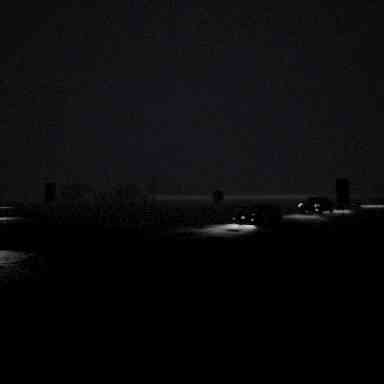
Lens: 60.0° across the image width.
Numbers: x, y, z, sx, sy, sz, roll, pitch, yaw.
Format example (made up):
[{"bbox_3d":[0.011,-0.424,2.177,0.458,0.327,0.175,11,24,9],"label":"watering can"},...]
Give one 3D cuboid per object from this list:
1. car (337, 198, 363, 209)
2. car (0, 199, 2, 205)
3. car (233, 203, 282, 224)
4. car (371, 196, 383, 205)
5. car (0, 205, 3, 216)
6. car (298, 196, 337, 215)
[{"bbox_3d":[19.329,1.419,40.877,1.895,1.301,4.718,-1,-1,42],"label":"car"},{"bbox_3d":[-32.420,1.615,54.697,1.812,1.442,4.674,-1,0,-30],"label":"car"},{"bbox_3d":[4.739,1.508,23.847,1.994,1.385,4.181,-2,-1,41],"label":"car"},{"bbox_3d":[29.573,1.346,51.990,1.895,1.301,4.718,-1,-1,43],"label":"car"},{"bbox_3d":[-19.685,1.651,32.248,1.812,1.442,4.674,-1,1,-30],"label":"car"},{"bbox_3d":[12.112,1.228,32.573,2.097,1.767,4.553,-1,-1,40],"label":"car"}]
